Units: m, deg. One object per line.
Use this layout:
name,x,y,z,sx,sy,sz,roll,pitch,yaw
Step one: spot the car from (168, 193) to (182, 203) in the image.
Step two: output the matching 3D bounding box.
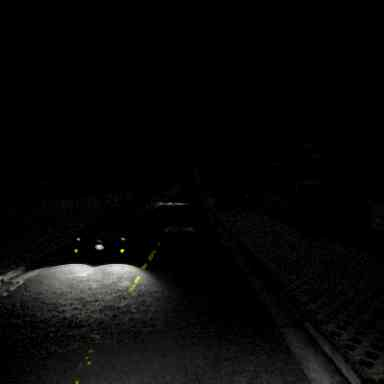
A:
car,-2.777,0.982,53.876,1.837,1.490,4.892,0,1,0

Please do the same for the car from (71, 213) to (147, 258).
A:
car,-2.839,1.474,12.166,1.994,1.385,4.181,0,0,0
